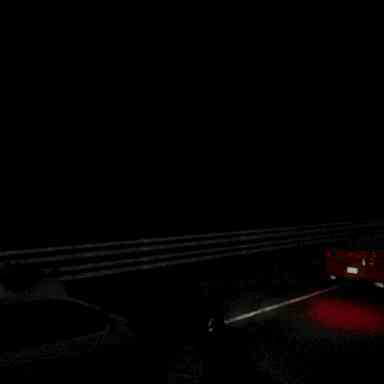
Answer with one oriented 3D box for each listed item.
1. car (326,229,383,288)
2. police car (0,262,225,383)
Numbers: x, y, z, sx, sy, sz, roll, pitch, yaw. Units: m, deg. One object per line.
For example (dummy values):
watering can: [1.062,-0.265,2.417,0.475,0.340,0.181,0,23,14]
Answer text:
car: [5.940,1.833,9.832,5.008,1.535,1.882,1,-3,-38]
police car: [-1.822,1.651,3.705,5.238,1.638,1.930,1,-3,-38]
